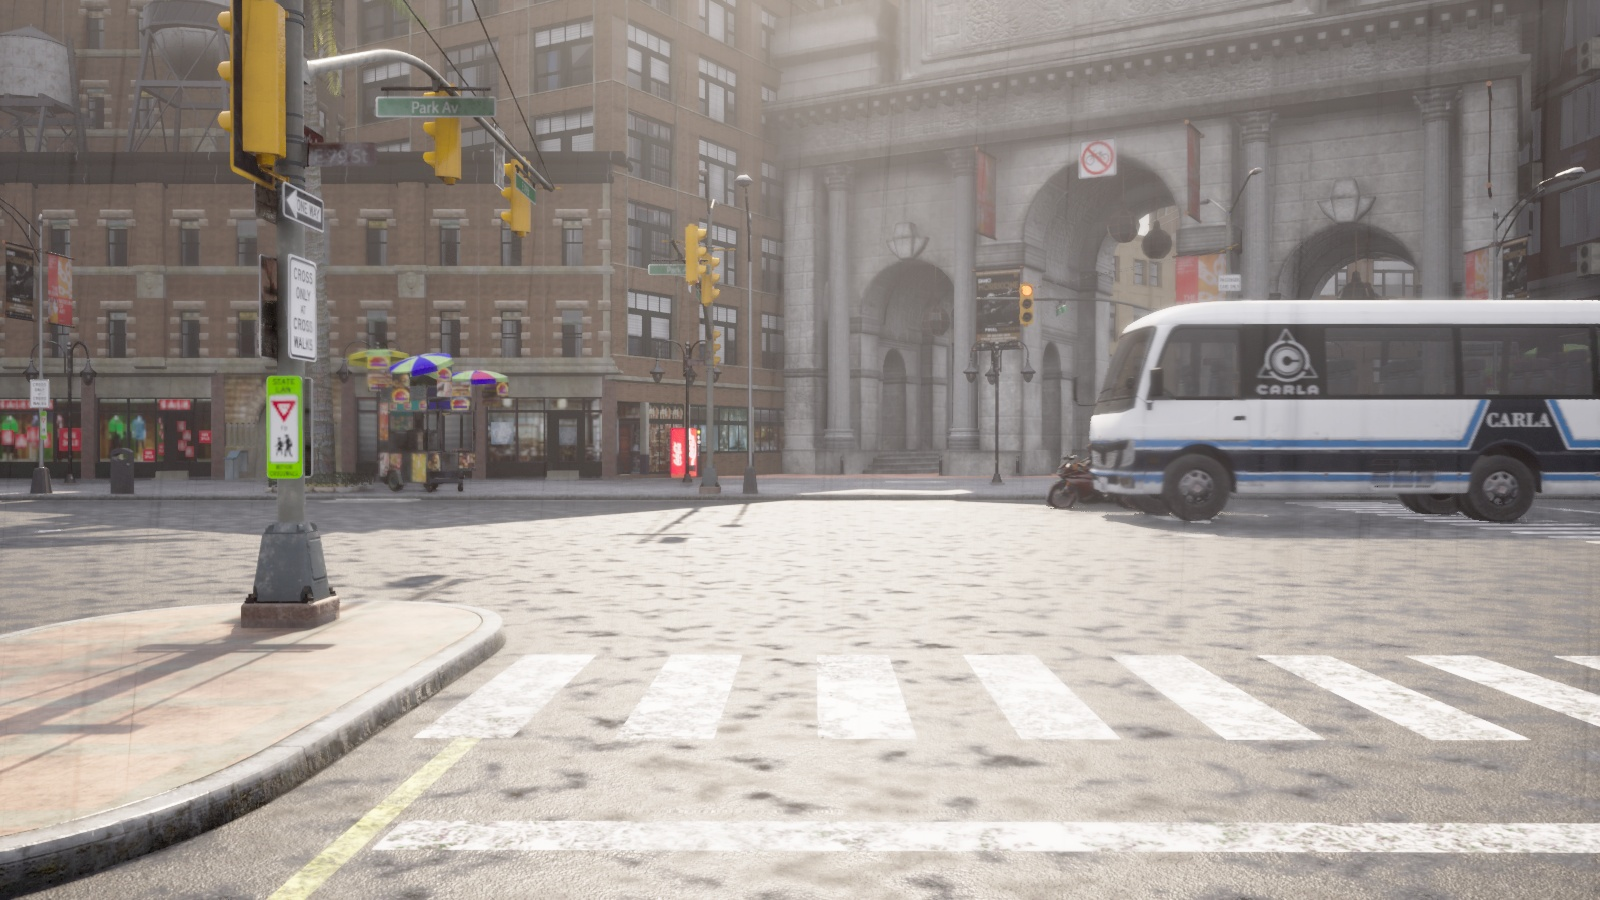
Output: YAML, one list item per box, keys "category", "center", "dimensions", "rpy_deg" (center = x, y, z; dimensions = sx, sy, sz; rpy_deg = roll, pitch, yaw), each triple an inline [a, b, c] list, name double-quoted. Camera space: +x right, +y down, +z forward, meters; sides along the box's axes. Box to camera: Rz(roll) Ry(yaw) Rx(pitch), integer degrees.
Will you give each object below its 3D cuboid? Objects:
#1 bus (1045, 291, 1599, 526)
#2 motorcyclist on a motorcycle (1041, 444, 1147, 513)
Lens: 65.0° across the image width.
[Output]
- category: "bus"
  center: [10.335, -0.763, 24.759]
  dimensions: [10.273, 4.253, 3.944]
  rpy_deg: [0, 0, 1]
- category: "motorcyclist on a motorcycle"
  center: [6.604, 0.627, 28.321]
  dimensions: [2.191, 1.530, 0.866]
  rpy_deg: [0, 0, 1]
